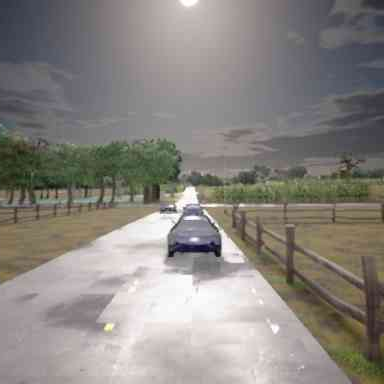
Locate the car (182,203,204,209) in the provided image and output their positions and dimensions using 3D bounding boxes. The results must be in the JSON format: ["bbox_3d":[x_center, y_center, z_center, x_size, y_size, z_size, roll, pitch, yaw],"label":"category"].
[{"bbox_3d":[0.097,1.704,29.121,1.812,1.442,4.674,0,-1,0],"label":"car"}]

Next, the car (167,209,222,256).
[{"bbox_3d":[0.090,1.590,13.269,1.994,1.385,4.181,0,0,0],"label":"car"}]

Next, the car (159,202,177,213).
[{"bbox_3d":[-2.829,1.887,40.815,1.994,1.385,4.181,0,-1,0],"label":"car"}]
